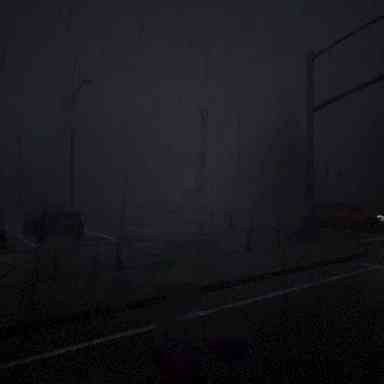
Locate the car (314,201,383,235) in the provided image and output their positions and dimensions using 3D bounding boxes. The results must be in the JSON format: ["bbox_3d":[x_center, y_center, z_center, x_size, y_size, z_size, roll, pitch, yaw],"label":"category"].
[{"bbox_3d":[9.068,1.352,19.062,2.097,1.767,4.553,0,0,-44],"label":"car"}]

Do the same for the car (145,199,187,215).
[{"bbox_3d":[-2.524,1.601,33.767,1.895,1.301,4.718,0,0,-36],"label":"car"}]

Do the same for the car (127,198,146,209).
[{"bbox_3d":[-7.436,1.526,46.638,1.812,1.442,4.674,0,0,-36],"label":"car"}]

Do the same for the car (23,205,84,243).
[{"bbox_3d":[-6.410,1.340,15.279,2.007,1.523,4.514,0,0,-36],"label":"car"}]

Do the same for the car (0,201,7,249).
[{"bbox_3d":[-8.921,1.331,13.398,2.152,1.636,5.027,0,0,-36],"label":"car"}]

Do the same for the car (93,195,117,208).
[{"bbox_3d":[-12.420,1.274,47.330,2.097,1.767,4.553,0,0,-36],"label":"car"}]
